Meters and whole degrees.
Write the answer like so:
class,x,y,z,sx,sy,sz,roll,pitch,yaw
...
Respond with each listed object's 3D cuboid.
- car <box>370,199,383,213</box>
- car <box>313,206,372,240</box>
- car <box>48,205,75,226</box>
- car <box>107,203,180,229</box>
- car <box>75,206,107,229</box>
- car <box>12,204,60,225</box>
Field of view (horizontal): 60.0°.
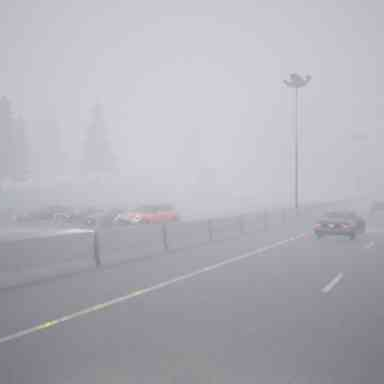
class,x,y,z,sx,sy,sz,roll,pitch,yaw
car,20.219,1.486,35.558,1.837,1.490,4.892,0,1,35
car,8.014,1.645,17.837,2.033,1.411,5.357,0,0,35
car,-8.144,1.805,25.578,1.895,1.301,4.718,0,0,35
car,-2.758,1.513,21.058,2.097,1.767,4.553,0,0,35
car,-5.542,1.746,23.183,1.994,1.385,4.181,0,0,35
car,-11.704,1.715,26.578,2.128,1.511,4.902,0,0,35
